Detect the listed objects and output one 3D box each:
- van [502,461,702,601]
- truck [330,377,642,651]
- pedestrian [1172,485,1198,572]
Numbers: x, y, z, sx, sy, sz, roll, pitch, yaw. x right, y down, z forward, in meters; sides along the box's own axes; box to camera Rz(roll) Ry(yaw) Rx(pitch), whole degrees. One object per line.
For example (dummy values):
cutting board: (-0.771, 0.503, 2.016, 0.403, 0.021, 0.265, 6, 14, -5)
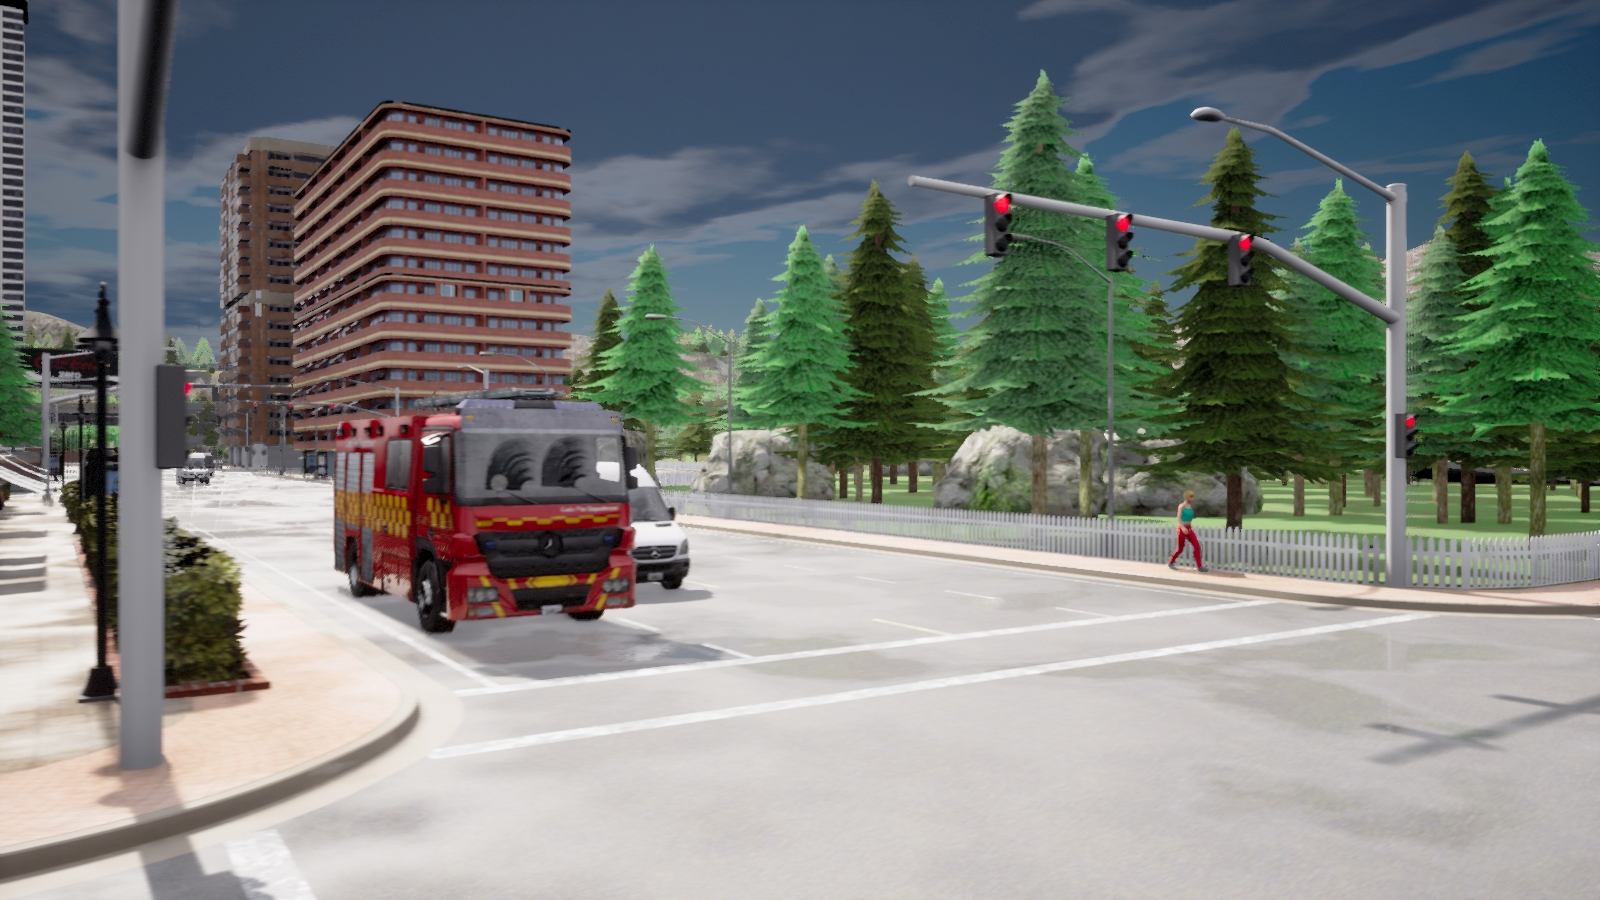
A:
van: (-4.375, 1.535, 24.262, 1.988, 2.561, 5.915, 0, 0, -33)
truck: (-5.945, 0.891, 20.274, 2.891, 3.827, 8.468, 0, 0, -33)
pedestrian: (8.375, 1.695, 24.835, 0.375, 1.860, 0.375, 0, 0, -33)
